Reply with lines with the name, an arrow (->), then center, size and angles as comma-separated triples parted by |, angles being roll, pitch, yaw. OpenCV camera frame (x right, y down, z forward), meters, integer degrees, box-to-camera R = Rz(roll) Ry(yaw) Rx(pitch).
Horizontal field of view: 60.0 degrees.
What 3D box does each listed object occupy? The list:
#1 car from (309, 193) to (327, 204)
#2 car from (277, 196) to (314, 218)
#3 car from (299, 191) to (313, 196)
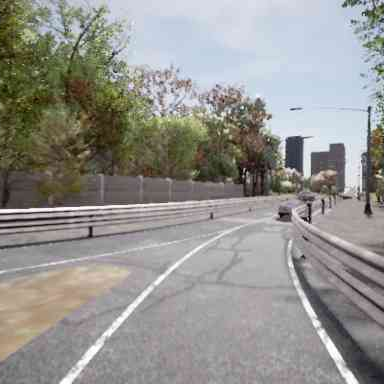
car -> 18.042, 1.216, 46.843 | 1.812, 1.442, 4.674 | 1, 1, 26
car -> 8.255, 1.345, 26.846 | 2.033, 1.411, 5.357 | 1, 1, 26
car -> 20.524, 0.859, 59.567 | 2.150, 2.045, 5.566 | 1, 0, 27
